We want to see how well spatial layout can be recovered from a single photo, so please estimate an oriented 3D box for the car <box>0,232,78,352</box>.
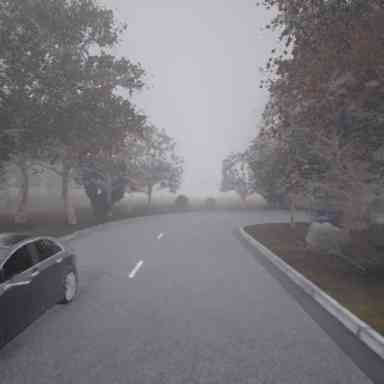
[{"bbox_3d":[-3.344,1.503,5.301,1.837,1.490,4.892,0,0,0],"label":"car"}]
